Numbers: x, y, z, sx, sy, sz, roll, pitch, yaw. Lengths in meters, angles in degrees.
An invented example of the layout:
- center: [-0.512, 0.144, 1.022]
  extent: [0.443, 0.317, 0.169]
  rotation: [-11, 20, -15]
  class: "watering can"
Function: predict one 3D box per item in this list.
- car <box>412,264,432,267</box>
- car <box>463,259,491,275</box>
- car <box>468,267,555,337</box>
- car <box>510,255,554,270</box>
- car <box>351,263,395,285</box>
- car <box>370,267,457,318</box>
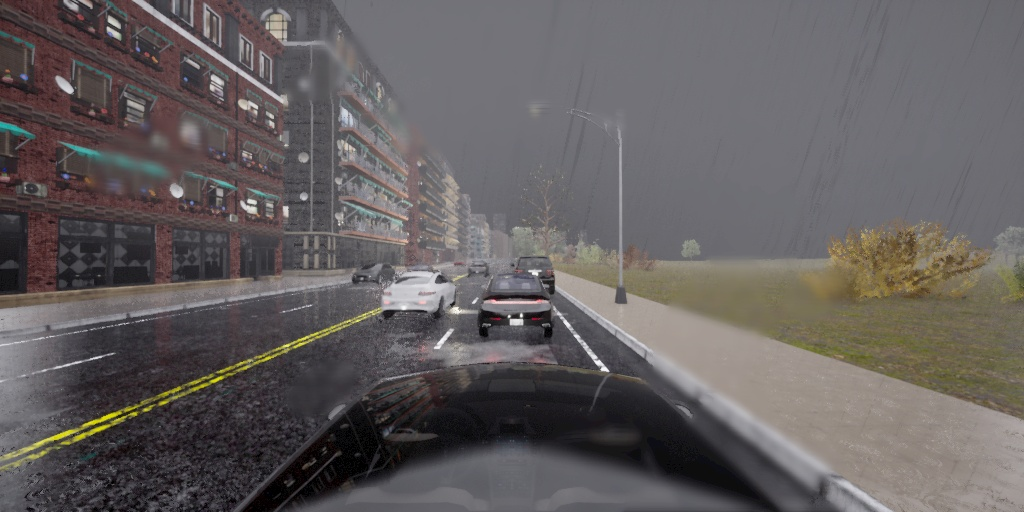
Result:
- center: [-6.623, 1.312, 26.204]
  extent: [1.994, 1.385, 4.181]
  rotation: [0, 0, 0]
  class: "car"
- center: [-3.181, 1.239, 35.279]
  extent: [2.128, 1.511, 4.902]
  rotation: [0, 0, 0]
  class: "car"
- center: [0.092, 1.241, 10.303]
  extent: [2.128, 1.511, 4.902]
  rotation: [0, 0, 0]
  class: "car"
- center: [1.120, 0.974, 20.174]
  extent: [2.150, 2.045, 5.566]
  rotation: [0, 0, 0]
  class: "car"
- center: [-9.874, 1.253, 25.992]
  extent: [1.837, 1.490, 4.892]
  rotation: [0, 0, 0]
  class: "car"
- center: [-3.162, 1.276, 12.798]
  extent: [1.812, 1.442, 4.674]
  rotation: [0, 0, 0]
  class: "car"
